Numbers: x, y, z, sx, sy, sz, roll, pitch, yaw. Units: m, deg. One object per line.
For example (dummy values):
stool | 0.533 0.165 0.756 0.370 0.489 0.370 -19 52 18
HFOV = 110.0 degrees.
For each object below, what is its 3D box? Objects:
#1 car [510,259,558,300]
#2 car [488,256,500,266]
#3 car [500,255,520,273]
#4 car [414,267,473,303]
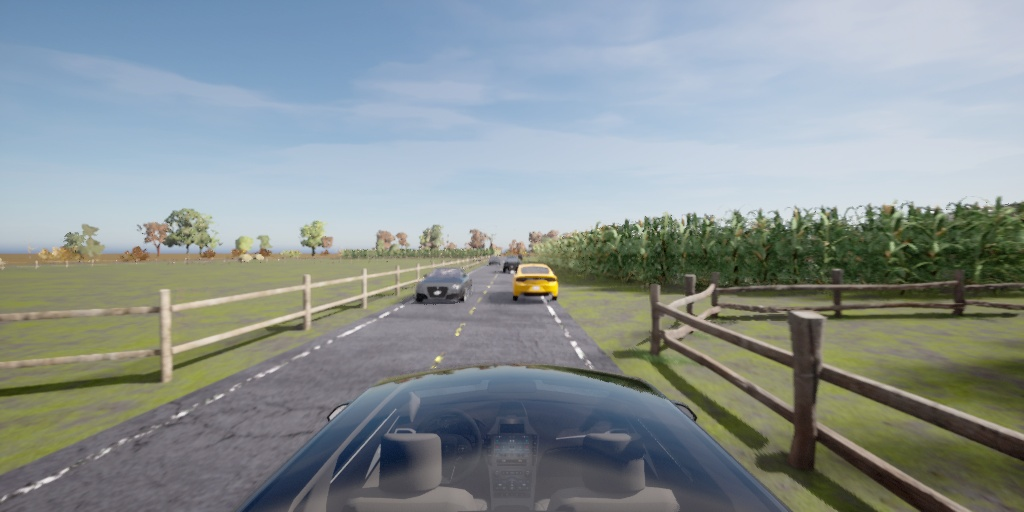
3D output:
car | 0.964 1.101 16.650 1.882 1.535 5.008 0 0 0
car | -2.791 0.781 58.006 1.837 1.490 4.892 0 1 1
car | 0.034 0.920 38.238 1.882 1.535 5.008 0 0 1
car | -2.848 1.195 15.702 1.994 1.385 4.181 0 0 0
